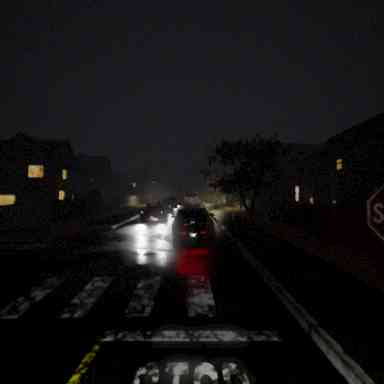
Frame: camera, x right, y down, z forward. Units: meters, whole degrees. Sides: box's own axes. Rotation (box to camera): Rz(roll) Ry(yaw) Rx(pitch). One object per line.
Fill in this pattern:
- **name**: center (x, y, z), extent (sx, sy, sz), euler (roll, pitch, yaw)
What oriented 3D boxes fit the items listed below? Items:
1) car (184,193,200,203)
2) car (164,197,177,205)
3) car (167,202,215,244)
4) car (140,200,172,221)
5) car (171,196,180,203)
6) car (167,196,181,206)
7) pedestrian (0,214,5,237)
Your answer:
- **car**: center (-0.033, 1.154, 49.453), extent (2.150, 2.045, 5.566), euler (0, 0, 0)
- **car**: center (-2.939, 1.530, 35.508), extent (1.895, 1.301, 4.718), euler (0, 0, 0)
- **car**: center (0.031, 1.493, 16.042), extent (1.837, 1.490, 4.892), euler (-3, 0, 0)
- **car**: center (-2.919, 1.540, 26.340), extent (1.895, 1.301, 4.718), euler (0, 0, 0)
- **car**: center (-2.964, 1.407, 45.622), extent (1.882, 1.535, 5.008), euler (0, 0, 0)
- **car**: center (-2.947, 1.433, 56.038), extent (2.128, 1.511, 4.902), euler (0, 0, 0)
- **pedestrian**: center (-9.957, 1.379, 17.400), extent (0.375, 1.860, 0.375), euler (0, -2, 5)
